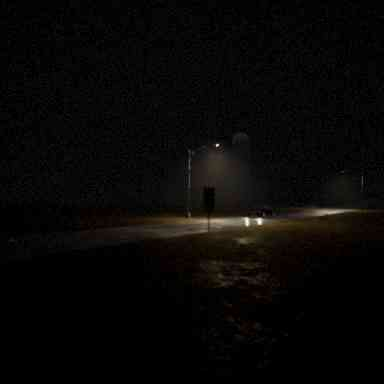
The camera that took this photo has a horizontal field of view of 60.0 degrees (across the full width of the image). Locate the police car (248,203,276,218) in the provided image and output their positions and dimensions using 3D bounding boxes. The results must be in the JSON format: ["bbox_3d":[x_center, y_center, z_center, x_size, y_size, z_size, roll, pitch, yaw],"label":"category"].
[{"bbox_3d":[8.677,2.239,41.233,1.930,1.638,5.238,1,-1,35],"label":"police car"}]
